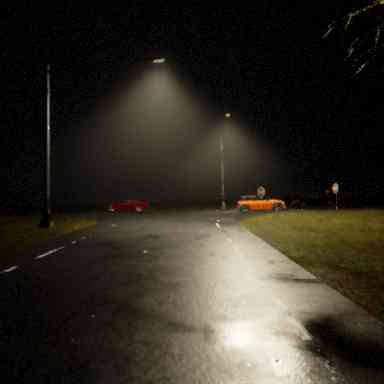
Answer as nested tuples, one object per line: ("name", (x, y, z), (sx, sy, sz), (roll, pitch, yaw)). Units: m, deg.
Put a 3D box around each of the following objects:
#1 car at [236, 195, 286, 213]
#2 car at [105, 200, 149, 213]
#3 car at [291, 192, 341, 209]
("car", (6.489, 1.076, 31.704), (4.553, 1.767, 2.097), (-3, -1, -1))
("car", (-7.515, 1.646, 38.551), (5.008, 1.535, 1.882), (0, -1, 0))
("car", (14.422, 1.048, 38.881), (5.566, 2.045, 2.150), (-2, -2, -1))
